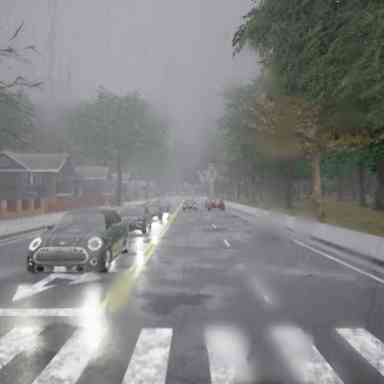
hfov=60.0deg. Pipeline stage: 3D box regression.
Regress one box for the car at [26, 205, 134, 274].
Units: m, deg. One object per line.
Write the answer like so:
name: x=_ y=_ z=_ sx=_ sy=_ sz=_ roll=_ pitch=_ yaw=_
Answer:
car: x=-3.380 y=1.376 z=10.710 sx=2.097 sy=1.767 sz=4.553 roll=0 pitch=0 yaw=0

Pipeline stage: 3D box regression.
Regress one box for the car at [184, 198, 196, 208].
car: x=-0.330 y=1.706 z=52.381 sx=1.895 sy=1.301 sz=4.718 roll=0 pitch=0 yaw=0

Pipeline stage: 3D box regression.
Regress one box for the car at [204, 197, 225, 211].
car: x=2.990 y=1.441 z=42.334 sx=2.097 sy=1.767 sz=4.553 roll=0 pitch=0 yaw=0

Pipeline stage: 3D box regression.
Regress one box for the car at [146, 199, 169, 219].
car: x=-3.512 y=1.556 z=29.801 sx=2.128 sy=1.511 sz=4.902 roll=0 pitch=0 yaw=0

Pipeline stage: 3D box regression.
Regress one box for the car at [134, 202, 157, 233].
car: x=-3.441 y=1.549 z=19.858 sx=1.837 sy=1.490 sz=4.892 roll=0 pitch=0 yaw=0

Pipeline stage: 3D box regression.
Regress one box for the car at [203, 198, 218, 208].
car: x=2.920 y=1.653 z=52.370 sx=2.033 sy=1.411 sz=5.357 roll=0 pitch=0 yaw=0

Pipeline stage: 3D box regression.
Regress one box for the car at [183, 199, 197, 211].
car: x=-0.258 y=1.635 z=41.924 sx=2.033 sy=1.411 sz=5.357 roll=0 pitch=0 yaw=0

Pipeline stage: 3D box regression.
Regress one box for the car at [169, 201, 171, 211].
car: x=-3.551 y=1.576 z=40.191 sx=2.128 sy=1.511 sz=4.902 roll=0 pitch=0 yaw=0
